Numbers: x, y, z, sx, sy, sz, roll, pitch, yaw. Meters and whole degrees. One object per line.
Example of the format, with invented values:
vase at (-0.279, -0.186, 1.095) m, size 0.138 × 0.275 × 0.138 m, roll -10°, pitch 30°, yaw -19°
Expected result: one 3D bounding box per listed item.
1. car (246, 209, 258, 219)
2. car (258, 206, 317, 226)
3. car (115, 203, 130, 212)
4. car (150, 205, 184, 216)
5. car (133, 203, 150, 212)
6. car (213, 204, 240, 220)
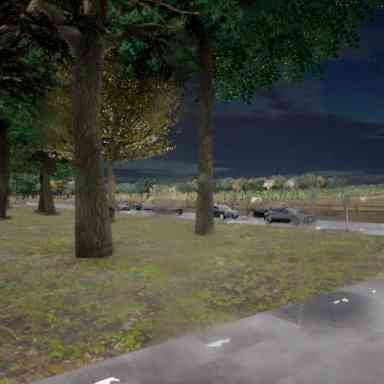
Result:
car at (7.454, 1.972, 32.125) m, size 1.895 × 1.301 × 4.718 m, roll -1°, pitch 0°, yaw -34°
car at (7.766, 1.901, 26.658) m, size 1.994 × 1.385 × 4.181 m, roll -1°, pitch 0°, yaw -35°
car at (-11.844, 2.516, 54.713) m, size 1.994 × 1.385 × 4.181 m, roll -1°, pitch 0°, yaw -35°
car at (-3.039, 2.279, 42.036) m, size 1.895 × 1.301 × 4.718 m, roll -1°, pitch 0°, yaw -35°
car at (-7.914, 2.409, 54.016) m, size 1.994 × 1.385 × 4.181 m, roll -1°, pitch 0°, yaw -35°
car at (2.738, 2.003, 33.805) m, size 1.837 × 1.490 × 4.892 m, roll -1°, pitch 0°, yaw -35°
